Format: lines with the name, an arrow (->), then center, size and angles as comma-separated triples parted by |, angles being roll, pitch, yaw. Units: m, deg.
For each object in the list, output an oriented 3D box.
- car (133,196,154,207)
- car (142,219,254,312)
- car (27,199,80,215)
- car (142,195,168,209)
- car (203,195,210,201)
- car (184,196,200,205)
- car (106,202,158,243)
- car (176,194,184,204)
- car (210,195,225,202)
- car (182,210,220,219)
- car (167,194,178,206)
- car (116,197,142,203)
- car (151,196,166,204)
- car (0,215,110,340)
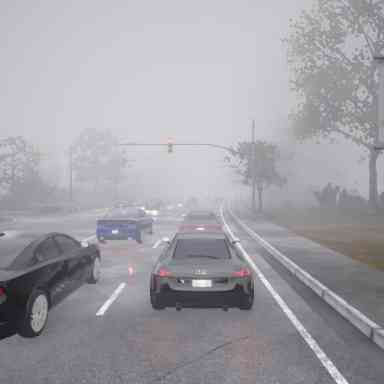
car -> -7.667, 1.491, 52.660 | 2.128, 1.511, 4.902 | 0, 0, 6
car -> 0.216, 1.564, 7.818 | 1.994, 1.385, 4.181 | 0, 0, 1
car -> -13.733, 1.490, 33.045 | 4.902, 1.511, 2.128 | 0, 0, 0
car -> -4.960, 1.491, 44.558 | 2.128, 1.511, 4.902 | 0, 0, 5
car -> 3.974, 1.478, 84.654 | 1.882, 1.535, 5.008 | 0, 0, 10
car -> 0.243, 1.505, 58.508 | 1.837, 1.490, 4.892 | 0, 0, 7
car -> -3.068, 1.478, 16.054 | 1.882, 1.535, 5.008 | 0, 0, 2
car -> -2.643, 1.601, 64.856 | 1.895, 1.301, 4.718 | 0, 0, 8
car -> 5.813, 1.472, 74.296 | 1.882, 1.535, 5.008 | 0, 0, 9
car -> 0.440, 1.564, 16.218 | 1.994, 1.385, 4.181 | 0, 0, 2
car -> -4.001, 1.506, 54.025 | 1.837, 1.490, 4.892 | 0, 0, 7
car -> -8.572, 1.491, 43.477 | 2.128, 1.511, 4.902 | 0, 0, 5
car -> -6.379, 1.564, 63.308 | 1.994, 1.385, 4.181 | 0, 0, 8
car -> -3.303, 1.478, 6.655 | 1.882, 1.535, 5.008 | 0, 0, 1
